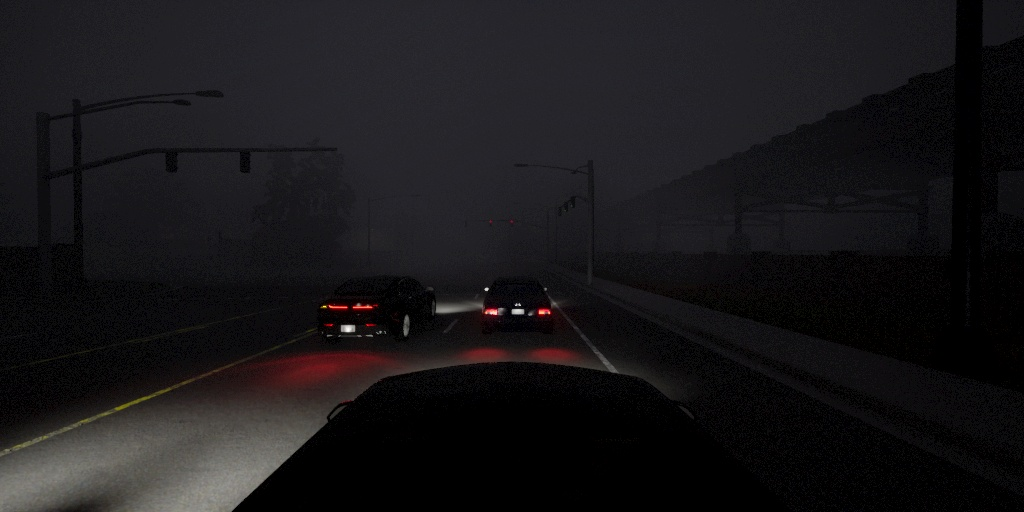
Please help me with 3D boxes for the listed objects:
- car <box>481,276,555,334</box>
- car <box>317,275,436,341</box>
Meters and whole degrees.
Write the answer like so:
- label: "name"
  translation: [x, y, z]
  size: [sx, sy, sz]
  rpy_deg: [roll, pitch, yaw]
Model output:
- label: "car"
  translation: [0.124, 1.301, 10.598]
  size: [2.033, 1.411, 5.357]
  rpy_deg: [0, 0, 0]
- label: "car"
  translation: [-3.382, 1.255, 9.831]
  size: [1.837, 1.490, 4.892]
  rpy_deg: [0, 0, 0]
